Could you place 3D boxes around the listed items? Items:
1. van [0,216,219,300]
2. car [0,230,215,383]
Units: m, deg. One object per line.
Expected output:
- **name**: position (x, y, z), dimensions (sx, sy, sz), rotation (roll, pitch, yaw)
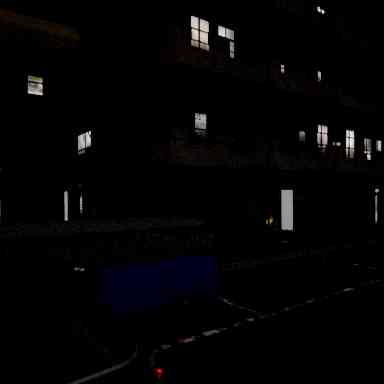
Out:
- **van**: position (-1.431, 1.341, 5.550), dimensions (3.998, 1.788, 1.690), rotation (0, 0, -35)
- **car**: position (-2.329, 1.352, 1.706), dimensions (4.553, 1.767, 2.097), rotation (0, 0, -35)
